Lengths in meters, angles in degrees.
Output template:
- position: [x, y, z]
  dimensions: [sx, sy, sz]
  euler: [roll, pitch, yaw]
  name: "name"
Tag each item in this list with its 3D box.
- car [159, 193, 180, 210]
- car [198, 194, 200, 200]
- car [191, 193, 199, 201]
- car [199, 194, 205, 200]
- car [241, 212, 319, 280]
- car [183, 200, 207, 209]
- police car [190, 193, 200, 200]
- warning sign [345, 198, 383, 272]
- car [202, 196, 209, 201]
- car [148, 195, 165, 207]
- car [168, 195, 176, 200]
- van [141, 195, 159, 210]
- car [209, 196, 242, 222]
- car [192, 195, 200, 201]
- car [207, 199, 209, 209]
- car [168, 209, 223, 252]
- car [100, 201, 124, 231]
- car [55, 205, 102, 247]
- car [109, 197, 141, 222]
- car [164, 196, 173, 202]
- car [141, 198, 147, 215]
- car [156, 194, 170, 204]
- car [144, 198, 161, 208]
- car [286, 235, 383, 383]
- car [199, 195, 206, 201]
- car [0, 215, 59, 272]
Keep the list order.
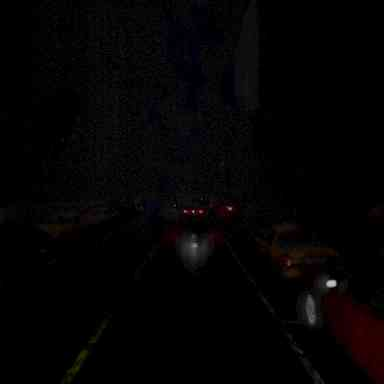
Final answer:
- position: [-3.066, 1.249, 44.337]
  dimensions: [2.150, 2.045, 5.566]
  euler: [0, 0, 0]
  name: "car"
- position: [2.803, 1.633, 71.672]
  dimensions: [1.947, 1.339, 4.313]
  euler: [0, 0, 0]
  name: "car"
- position: [0.755, 1.315, 90.066]
  dimensions: [2.150, 2.045, 5.566]
  euler: [0, 0, -1]
  name: "car"
- position: [2.795, 1.492, 60.391]
  dimensions: [1.967, 1.590, 4.097]
  euler: [0, 0, 0]
  name: "car"
- position: [2.765, 1.529, 9.797]
  dimensions: [1.752, 1.417, 4.829]
  euler: [0, 0, 0]
  name: "car"
- position: [0.101, 1.617, 28.944]
  dimensions: [1.895, 1.301, 4.718]
  euler: [0, 0, 0]
  name: "car"
- position: [0.888, 1.496, 74.159]
  dimensions: [1.930, 1.638, 5.238]
  euler: [0, 0, -1]
  name: "police car"
- position: [5.075, 1.119, 9.052]
  dimensions: [1.300, 1.860, 1.060]
  euler: [0, 0, 0]
  name: "warning sign"
- position: [2.786, 1.581, 43.470]
  dimensions: [2.008, 1.369, 4.403]
  euler: [0, 0, 0]
  name: "car"
- position: [-5.734, 1.359, 54.750]
  dimensions: [2.192, 1.841, 5.009]
  euler: [0, 0, 0]
  name: "car"
- position: [-5.709, 1.650, 94.235]
  dimensions: [2.008, 1.369, 4.403]
  euler: [0, 0, 0]
  name: "car"
- position: [-5.740, 1.371, 43.469]
  dimensions: [1.690, 1.788, 3.998]
  euler: [0, 0, 0]
  name: "van"
- position: [2.775, 1.329, 26.549]
  dimensions: [2.192, 1.841, 5.009]
  euler: [0, 0, 0]
  name: "car"
- position: [0.951, 1.611, 84.058]
  dimensions: [1.812, 1.442, 4.674]
  euler: [0, 0, 0]
  name: "car"
- position: [2.779, 1.569, 32.189]
  dimensions: [2.008, 1.369, 4.403]
  euler: [0, 0, 0]
  name: "car"
- position: [0.090, 1.607, 13.850]
  dimensions: [1.895, 1.301, 4.718]
  euler: [0, 0, 0]
  name: "car"
- position: [-5.753, 1.535, 20.736]
  dimensions: [1.752, 1.417, 4.829]
  euler: [0, 0, 0]
  name: "car"
- position: [-5.756, 1.532, 15.095]
  dimensions: [1.752, 1.417, 4.829]
  euler: [0, 0, 0]
  name: "car"
- position: [-5.750, 1.329, 26.547]
  dimensions: [2.192, 1.841, 5.009]
  euler: [0, 0, 0]
  name: "car"
- position: [-5.716, 1.649, 82.954]
  dimensions: [1.947, 1.339, 4.313]
  euler: [0, 0, 0]
  name: "car"
- position: [-5.746, 1.544, 32.017]
  dimensions: [1.752, 1.417, 4.829]
  euler: [0, 0, 0]
  name: "car"
- position: [-5.727, 1.374, 66.032]
  dimensions: [2.192, 1.841, 5.009]
  euler: [0, 0, 0]
  name: "car"
- position: [-5.736, 1.587, 49.109]
  dimensions: [2.008, 1.369, 4.403]
  euler: [0, 0, 0]
  name: "car"
- position: [2.762, 1.546, 3.987]
  dimensions: [1.887, 1.381, 4.507]
  euler: [0, 0, 0]
  name: "car"
- position: [2.813, 1.636, 88.594]
  dimensions: [1.887, 1.381, 4.507]
  euler: [0, 0, 0]
  name: "car"
- position: [-5.760, 1.570, 9.624]
  dimensions: [1.947, 1.339, 4.313]
  euler: [0, 0, 0]
  name: "car"
